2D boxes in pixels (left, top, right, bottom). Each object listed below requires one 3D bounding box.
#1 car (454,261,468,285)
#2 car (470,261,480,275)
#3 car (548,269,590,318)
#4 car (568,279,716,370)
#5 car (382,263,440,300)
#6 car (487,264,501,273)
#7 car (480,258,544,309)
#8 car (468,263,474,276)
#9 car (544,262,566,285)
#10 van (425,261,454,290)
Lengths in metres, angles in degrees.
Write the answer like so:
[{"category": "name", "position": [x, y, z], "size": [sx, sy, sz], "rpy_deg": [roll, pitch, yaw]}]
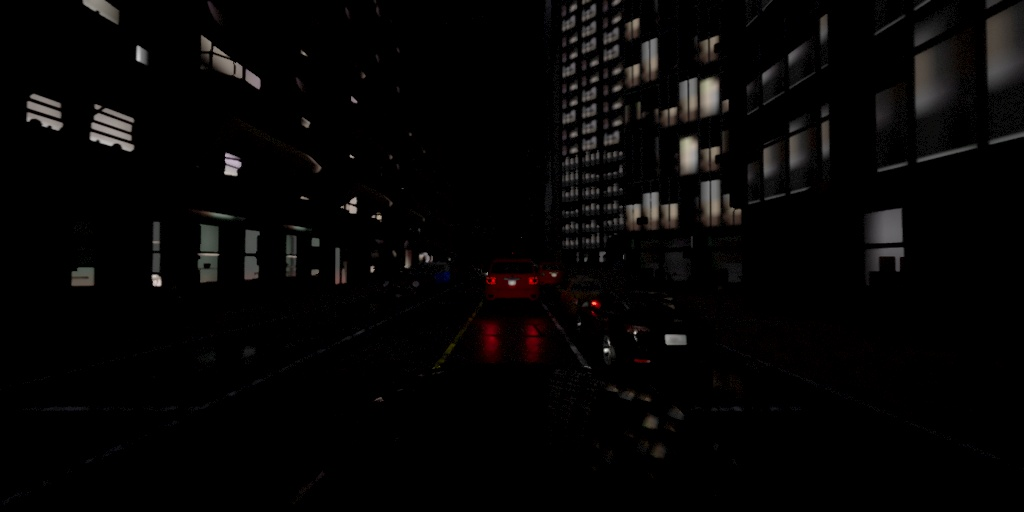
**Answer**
[{"category": "car", "position": [-5.303, 1.342, 29.836], "size": [2.192, 1.841, 5.009], "rpy_deg": [0, 0, 0]}, {"category": "car", "position": [-5.296, 1.643, 46.442], "size": [1.967, 1.591, 4.097], "rpy_deg": [0, 0, 0]}, {"category": "car", "position": [2.571, 1.386, 13.403], "size": [1.751, 1.417, 4.829], "rpy_deg": [0, 0, 0]}, {"category": "car", "position": [2.568, 1.372, 7.697], "size": [1.948, 1.339, 4.313], "rpy_deg": [0, 0, 0]}, {"category": "car", "position": [-5.307, 1.356, 18.764], "size": [1.967, 1.591, 4.097], "rpy_deg": [0, 0, 0]}, {"category": "car", "position": [-2.733, 1.867, 55.278], "size": [1.994, 1.385, 4.181], "rpy_deg": [0, -1, 0]}, {"category": "car", "position": [0.007, 1.104, 15.865], "size": [2.150, 2.045, 5.566], "rpy_deg": [0, 0, 0]}, {"category": "car", "position": [-5.301, 1.635, 35.372], "size": [2.007, 1.370, 4.403], "rpy_deg": [0, 0, 0]}, {"category": "car", "position": [2.575, 1.286, 24.304], "size": [2.192, 1.841, 5.009], "rpy_deg": [0, 0, 0]}, {"category": "van", "position": [-5.305, 1.312, 24.300], "size": [1.690, 1.789, 3.998], "rpy_deg": [0, 0, 0]}]
